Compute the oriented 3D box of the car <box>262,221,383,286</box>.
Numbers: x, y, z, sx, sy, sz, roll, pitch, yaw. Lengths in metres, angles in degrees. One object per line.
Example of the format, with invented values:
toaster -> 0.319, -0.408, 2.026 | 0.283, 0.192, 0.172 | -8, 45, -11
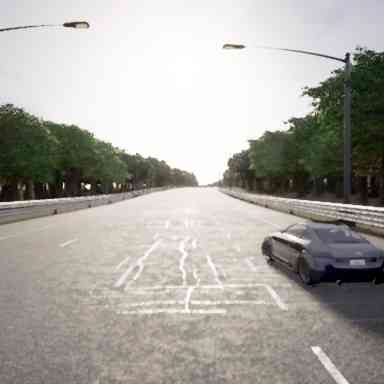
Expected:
car -> 3.443, 1.499, 9.264 | 1.994, 1.385, 4.181 | 0, 0, -5
